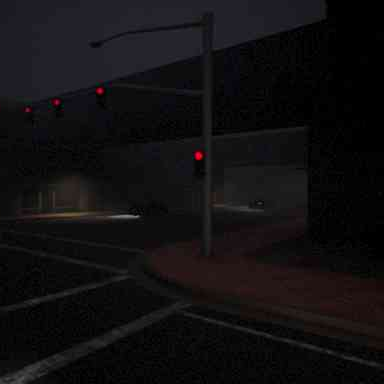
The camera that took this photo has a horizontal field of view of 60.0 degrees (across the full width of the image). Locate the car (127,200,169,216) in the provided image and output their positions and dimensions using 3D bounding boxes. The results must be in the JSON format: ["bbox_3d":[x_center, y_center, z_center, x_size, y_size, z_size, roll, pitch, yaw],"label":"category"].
[{"bbox_3d":[-4.090,1.448,31.442,1.994,1.385,4.181,0,0,36],"label":"car"}]

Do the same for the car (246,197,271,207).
[{"bbox_3d":[10.303,1.481,51.252,1.895,1.301,4.718,0,0,36],"label":"car"}]

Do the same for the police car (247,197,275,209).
[{"bbox_3d":[9.058,1.403,43.498,2.038,1.542,4.974,0,0,36],"label":"police car"}]
